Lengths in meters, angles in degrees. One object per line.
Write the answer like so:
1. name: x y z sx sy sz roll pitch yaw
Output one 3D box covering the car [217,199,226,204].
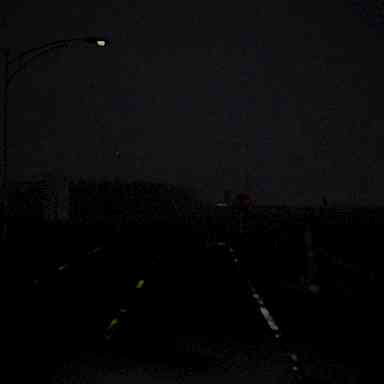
1. car: 7.929 2.533 87.967 1.895 1.301 4.718 0 -1 14
